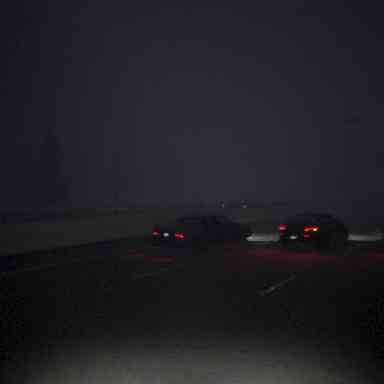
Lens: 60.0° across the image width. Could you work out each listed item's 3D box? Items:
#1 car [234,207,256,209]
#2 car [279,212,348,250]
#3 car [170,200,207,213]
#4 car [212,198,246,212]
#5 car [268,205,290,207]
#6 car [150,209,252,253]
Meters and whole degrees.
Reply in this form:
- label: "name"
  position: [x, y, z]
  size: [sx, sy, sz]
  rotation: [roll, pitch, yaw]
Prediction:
- label: "car"
  position: [7.207, 1.711, 42.528]
  size: [4.553, 1.767, 2.097]
  rotation: [0, -1, -43]
- label: "car"
  position: [5.515, 1.625, 14.978]
  size: [1.812, 1.442, 4.674]
  rotation: [-1, -1, 40]
- label: "car"
  position: [-0.420, 1.932, 44.870]
  size: [5.008, 1.535, 1.882]
  rotation: [0, -1, -45]
- label: "car"
  position: [5.069, 1.759, 45.308]
  size: [4.553, 1.767, 2.097]
  rotation: [0, -1, -43]
- label: "car"
  position: [10.486, 1.816, 40.821]
  size: [4.892, 1.490, 1.837]
  rotation: [0, -1, -43]
- label: "car"
  position: [0.607, 1.690, 14.641]
  size: [2.033, 1.411, 5.357]
  rotation: [-1, -1, 39]
